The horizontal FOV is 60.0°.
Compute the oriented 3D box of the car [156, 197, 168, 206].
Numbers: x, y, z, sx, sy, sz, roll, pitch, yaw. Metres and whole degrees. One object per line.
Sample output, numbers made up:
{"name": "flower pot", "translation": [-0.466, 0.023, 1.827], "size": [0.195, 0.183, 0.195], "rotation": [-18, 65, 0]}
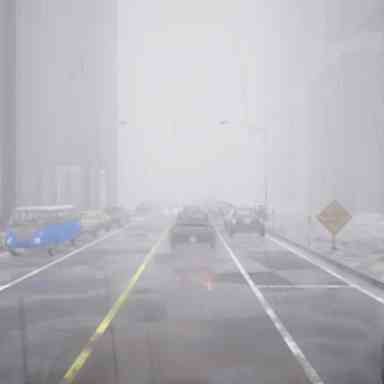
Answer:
{"name": "car", "translation": [-5.786, 1.817, 63.959], "size": [1.967, 1.590, 4.097], "rotation": [0, 0, 0]}

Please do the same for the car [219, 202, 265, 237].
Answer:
{"name": "car", "translation": [2.821, 1.549, 18.791], "size": [1.967, 1.590, 4.097], "rotation": [0, 0, 0]}

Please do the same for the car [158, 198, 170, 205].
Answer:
{"name": "car", "translation": [-5.795, 1.962, 69.607], "size": [2.008, 1.369, 4.403], "rotation": [0, 0, 0]}

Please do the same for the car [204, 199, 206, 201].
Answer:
{"name": "car", "translation": [2.781, 1.787, 41.383], "size": [1.887, 1.381, 4.507], "rotation": [0, 0, 0]}

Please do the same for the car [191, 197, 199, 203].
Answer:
{"name": "car", "translation": [0.755, 1.991, 81.848], "size": [1.837, 1.490, 4.892], "rotation": [0, 0, 0]}

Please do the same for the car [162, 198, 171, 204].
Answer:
{"name": "car", "translation": [-5.805, 2.027, 75.256], "size": [1.802, 1.307, 4.206], "rotation": [0, 0, 0]}

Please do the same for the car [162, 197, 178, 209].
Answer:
{"name": "car", "translation": [-3.170, 1.904, 51.581], "size": [1.895, 1.301, 4.718], "rotation": [0, 0, 0]}

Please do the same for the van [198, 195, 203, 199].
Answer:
{"name": "van", "translation": [2.728, 1.753, 69.627], "size": [1.690, 1.788, 3.998], "rotation": [0, 0, 0]}

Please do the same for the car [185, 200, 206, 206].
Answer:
{"name": "car", "translation": [0.022, 1.741, 30.379], "size": [1.994, 1.385, 4.181], "rotation": [0, 0, 0]}

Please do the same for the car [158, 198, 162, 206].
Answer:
{"name": "car", "translation": [-5.754, 1.820, 47.012], "size": [1.887, 1.381, 4.507], "rotation": [0, 0, 0]}

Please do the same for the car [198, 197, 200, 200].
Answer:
{"name": "car", "translation": [2.740, 1.943, 63.977], "size": [1.947, 1.339, 4.313], "rotation": [0, 0, 0]}

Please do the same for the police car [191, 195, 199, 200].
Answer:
{"name": "police car", "translation": [0.773, 1.851, 71.959], "size": [1.930, 1.638, 5.238], "rotation": [0, 0, 0]}

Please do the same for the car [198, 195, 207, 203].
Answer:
{"name": "car", "translation": [2.698, 1.829, 86.573], "size": [2.192, 1.841, 5.009], "rotation": [0, 0, 0]}

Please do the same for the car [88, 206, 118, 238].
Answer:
{"name": "car", "translation": [-5.703, 1.633, 18.599], "size": [1.752, 1.417, 4.829], "rotation": [0, 0, 0]}

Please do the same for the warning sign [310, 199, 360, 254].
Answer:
{"name": "warning sign", "translation": [5.055, 1.184, 11.851], "size": [1.300, 1.860, 1.060], "rotation": [0, 0, 0]}

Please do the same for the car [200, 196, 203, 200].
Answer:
{"name": "car", "translation": [2.760, 1.750, 52.681], "size": [1.967, 1.590, 4.097], "rotation": [0, 0, 0]}

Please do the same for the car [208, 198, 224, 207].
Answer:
{"name": "car", "translation": [2.800, 1.615, 30.087], "size": [1.967, 1.590, 4.097], "rotation": [0, 0, 0]}

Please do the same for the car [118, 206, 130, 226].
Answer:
{"name": "car", "translation": [-5.714, 1.707, 24.418], "size": [1.947, 1.339, 4.313], "rotation": [0, 0, 0]}

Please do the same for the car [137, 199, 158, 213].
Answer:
{"name": "car", "translation": [-5.744, 1.808, 41.364], "size": [1.947, 1.339, 4.313], "rotation": [0, 0, 0]}

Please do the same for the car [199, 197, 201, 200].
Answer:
{"name": "car", "translation": [2.750, 1.888, 58.329], "size": [1.887, 1.381, 4.507], "rotation": [0, 0, 0]}

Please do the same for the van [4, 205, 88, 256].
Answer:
{"name": "van", "translation": [-5.695, 1.417, 13.122], "size": [1.690, 1.788, 3.998], "rotation": [0, 0, 0]}

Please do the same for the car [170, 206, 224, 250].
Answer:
{"name": "car", "translation": [0.048, 1.578, 14.824], "size": [2.128, 1.511, 4.902], "rotation": [0, 0, 0]}

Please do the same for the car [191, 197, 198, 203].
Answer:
{"name": "car", "translation": [0.745, 2.027, 87.848], "size": [1.837, 1.490, 4.892], "rotation": [0, 0, 0]}

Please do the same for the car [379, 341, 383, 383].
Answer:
{"name": "car", "translation": [2.852, 1.562, 1.845], "size": [2.008, 1.369, 4.403], "rotation": [0, 0, 0]}

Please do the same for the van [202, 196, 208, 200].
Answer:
{"name": "van", "translation": [2.769, 1.617, 47.033], "size": [1.690, 1.788, 3.998], "rotation": [0, 0, 0]}

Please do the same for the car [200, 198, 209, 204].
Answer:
{"name": "car", "translation": [2.719, 1.990, 75.274], "size": [1.887, 1.381, 4.507], "rotation": [0, 0, 0]}

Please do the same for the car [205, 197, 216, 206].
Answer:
{"name": "car", "translation": [2.790, 1.649, 35.735], "size": [1.967, 1.590, 4.097], "rotation": [0, 0, 0]}

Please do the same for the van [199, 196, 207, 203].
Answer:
{"name": "van", "translation": [2.708, 1.821, 80.924], "size": [1.690, 1.788, 3.998], "rotation": [0, 0, 0]}
